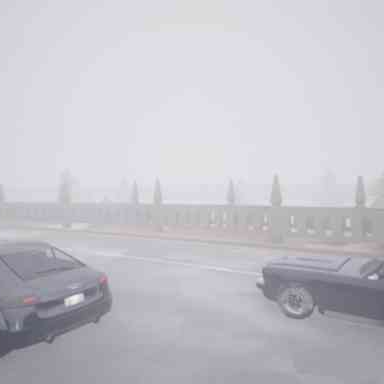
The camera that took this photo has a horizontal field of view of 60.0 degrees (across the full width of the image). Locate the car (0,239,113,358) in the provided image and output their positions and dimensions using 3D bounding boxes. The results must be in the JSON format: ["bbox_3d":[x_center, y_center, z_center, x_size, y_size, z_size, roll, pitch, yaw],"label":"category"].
[{"bbox_3d":[-3.442,1.565,5.973,4.181,1.385,1.994,0,0,32],"label":"car"}]

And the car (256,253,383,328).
[{"bbox_3d":[3.546,1.570,5.615,4.718,1.301,1.895,0,0,35],"label":"car"}]
